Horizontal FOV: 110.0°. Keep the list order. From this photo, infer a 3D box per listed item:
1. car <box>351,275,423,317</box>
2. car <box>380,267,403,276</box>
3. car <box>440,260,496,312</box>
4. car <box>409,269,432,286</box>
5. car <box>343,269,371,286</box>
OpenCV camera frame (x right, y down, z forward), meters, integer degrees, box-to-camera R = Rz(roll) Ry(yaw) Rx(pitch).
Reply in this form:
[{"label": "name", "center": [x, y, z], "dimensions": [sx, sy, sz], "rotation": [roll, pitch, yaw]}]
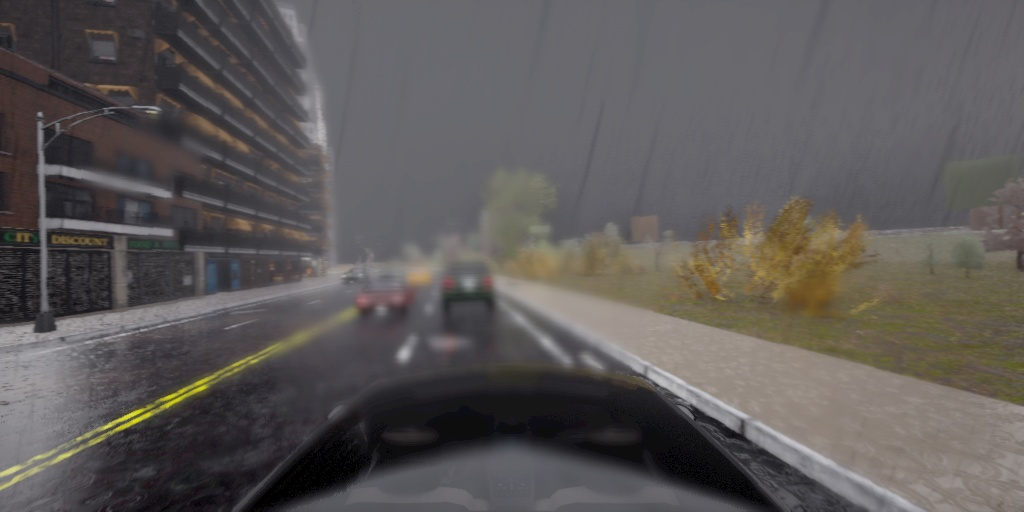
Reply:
[{"label": "car", "center": [-5.185, 1.717, 15.462], "dimensions": [1.895, 1.301, 4.718], "rotation": [-2, -1, -9]}, {"label": "car", "center": [-13.513, 2.083, 40.417], "dimensions": [2.097, 1.767, 4.553], "rotation": [-2, -1, -13]}, {"label": "car", "center": [-2.037, 1.233, 16.272], "dimensions": [2.150, 2.045, 5.566], "rotation": [-2, 0, -9]}, {"label": "car", "center": [-8.462, 1.933, 33.164], "dimensions": [1.882, 1.535, 5.008], "rotation": [-2, -1, -11]}, {"label": "car", "center": [-16.284, 2.156, 37.890], "dimensions": [2.097, 1.767, 4.553], "rotation": [-2, -1, -13]}]
